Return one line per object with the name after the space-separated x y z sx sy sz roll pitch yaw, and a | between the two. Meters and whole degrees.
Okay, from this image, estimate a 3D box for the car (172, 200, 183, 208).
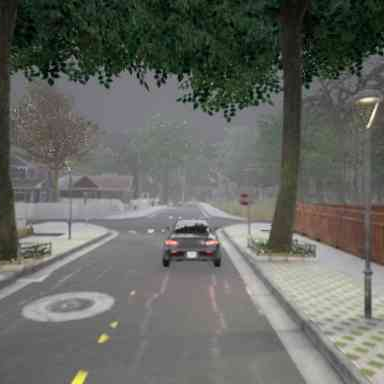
-2.784 2.281 64.854 1.812 1.442 4.674 0 -1 0 | car

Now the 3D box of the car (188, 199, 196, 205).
-0.019 2.390 82.050 1.994 1.385 4.181 0 -1 0 | car

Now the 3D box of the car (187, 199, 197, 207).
-0.004 2.400 67.871 1.895 1.301 4.718 0 -1 0 | car

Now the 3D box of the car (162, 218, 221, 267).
-0.001 1.645 11.798 1.812 1.442 4.674 0 -1 0 | car
